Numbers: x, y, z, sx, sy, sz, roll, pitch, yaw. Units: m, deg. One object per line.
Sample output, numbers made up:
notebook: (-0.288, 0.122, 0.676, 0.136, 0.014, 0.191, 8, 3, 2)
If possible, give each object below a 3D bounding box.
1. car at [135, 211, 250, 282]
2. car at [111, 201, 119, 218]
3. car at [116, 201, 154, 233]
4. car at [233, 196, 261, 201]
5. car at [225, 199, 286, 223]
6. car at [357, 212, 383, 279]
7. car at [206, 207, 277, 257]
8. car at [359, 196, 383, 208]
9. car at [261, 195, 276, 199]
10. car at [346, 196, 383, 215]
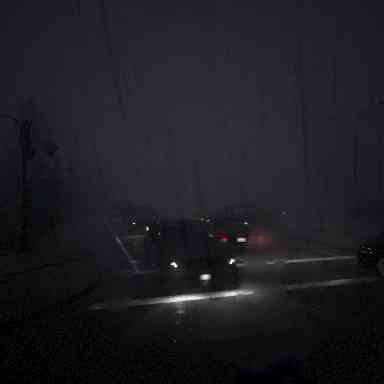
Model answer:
car: (-0.368, 1.543, 10.140, 2.033, 1.411, 5.357, 0, 0, -15)
car: (-6.313, 1.516, 30.111, 2.033, 1.411, 5.357, 0, 0, -17)
car: (-3.127, 1.529, 19.967, 2.033, 1.411, 5.357, 0, 0, -17)
car: (7.266, 1.287, 46.207, 2.007, 1.523, 4.514, 0, 0, -17)
car: (2.885, 1.466, 19.663, 5.357, 1.411, 2.033, -3, 1, -22)
car: (6.764, 1.475, 8.020, 5.008, 1.535, 1.882, 0, 0, 36)
car: (1.378, 1.539, 12.891, 2.033, 1.411, 5.357, 0, 0, -4)
car: (23.819, 1.273, 43.279, 1.845, 1.501, 3.633, 0, 0, -17)
car: (10.252, 1.277, 47.171, 2.152, 1.636, 5.027, 0, 0, -17)
car: (15.546, 1.355, 29.271, 1.970, 1.475, 3.806, 0, 0, -17)
